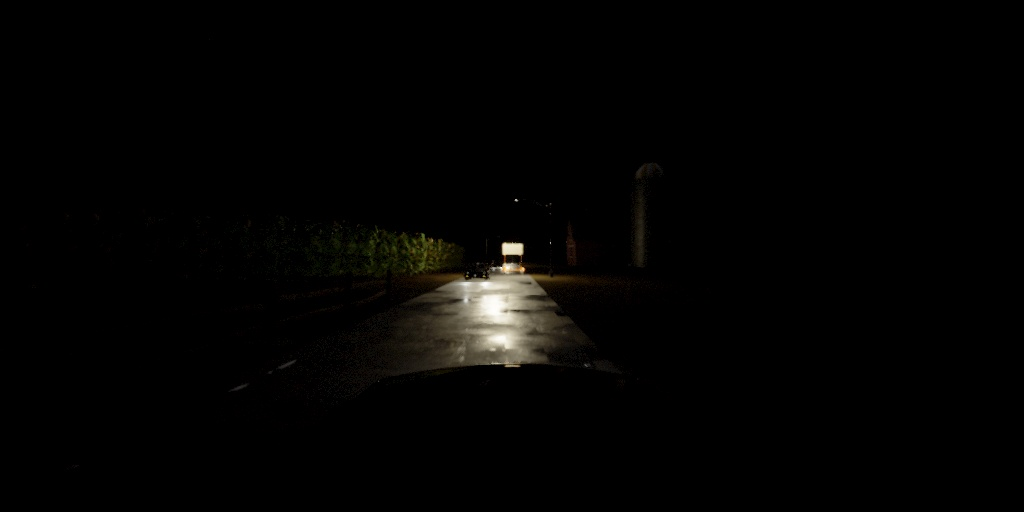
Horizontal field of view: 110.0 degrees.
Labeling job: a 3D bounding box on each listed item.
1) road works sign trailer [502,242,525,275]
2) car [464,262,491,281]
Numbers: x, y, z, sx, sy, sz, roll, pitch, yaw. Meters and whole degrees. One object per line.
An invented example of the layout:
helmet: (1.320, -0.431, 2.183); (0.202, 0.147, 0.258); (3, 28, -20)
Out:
road works sign trailer: (0.042, 0.277, 40.453); (2.380, 3.560, 2.880); (0, 0, -10)
car: (-2.855, 1.285, 30.272); (1.837, 1.490, 4.892); (0, 0, 0)
